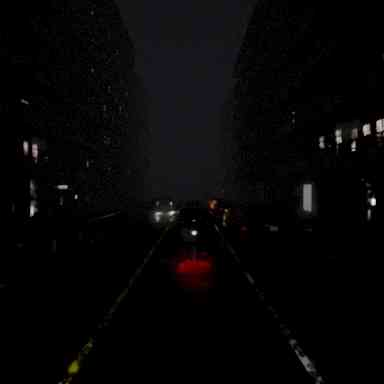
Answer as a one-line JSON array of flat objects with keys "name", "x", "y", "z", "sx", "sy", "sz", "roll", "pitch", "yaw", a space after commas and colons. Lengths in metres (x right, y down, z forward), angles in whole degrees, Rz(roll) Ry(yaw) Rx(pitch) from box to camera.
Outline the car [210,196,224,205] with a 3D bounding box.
[{"name": "car", "x": 3.149, "y": 1.441, "z": 33.377, "sx": 1.837, "sy": 1.490, "sz": 4.892, "roll": 0, "pitch": 0, "yaw": 0}]

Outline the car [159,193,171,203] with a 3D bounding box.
[{"name": "car", "x": -5.697, "y": 1.205, "z": 70.107, "sx": 2.192, "sy": 1.841, "sz": 5.009, "roll": -1, "pitch": 0, "yaw": 0}]

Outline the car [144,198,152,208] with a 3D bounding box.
[{"name": "car", "x": -5.695, "y": 1.483, "z": 47.369, "sx": 1.947, "sy": 1.339, "sz": 4.313, "roll": -1, "pitch": 0, "yaw": 0}]

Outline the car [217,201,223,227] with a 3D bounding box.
[{"name": "car", "x": 2.681, "y": 1.488, "z": 19.111, "sx": 1.752, "sy": 1.417, "sz": 4.829, "roll": -1, "pitch": 0, "yaw": 0}]

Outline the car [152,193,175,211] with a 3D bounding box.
[{"name": "car", "x": -3.090, "y": 1.281, "z": 39.168, "sx": 2.097, "sy": 1.767, "sz": 4.553, "roll": 0, "pitch": 0, "yaw": 0}]

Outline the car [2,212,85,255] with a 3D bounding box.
[{"name": "car", "x": -5.699, "y": 1.518, "z": 13.261, "sx": 1.887, "sy": 1.381, "sz": 4.507, "roll": -1, "pitch": 0, "yaw": 0}]

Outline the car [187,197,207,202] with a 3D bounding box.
[{"name": "car", "x": 0.098, "y": 1.503, "z": 32.302, "sx": 1.994, "sy": 1.385, "sz": 4.181, "roll": 0, "pitch": 0, "yaw": 0}]

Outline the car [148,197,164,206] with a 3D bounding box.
[{"name": "car", "x": -5.695, "y": 1.475, "z": 53.053, "sx": 1.947, "sy": 1.339, "sz": 4.313, "roll": -1, "pitch": 0, "yaw": 0}]

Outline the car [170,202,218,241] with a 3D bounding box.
[{"name": "car", "x": 0.095, "y": 1.472, "z": 16.478, "sx": 1.837, "sy": 1.490, "sz": 4.892, "roll": 0, "pitch": 0, "yaw": 0}]

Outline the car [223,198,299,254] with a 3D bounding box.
[{"name": "car", "x": 2.678, "y": 1.288, "z": 13.256, "sx": 2.192, "sy": 1.841, "sz": 5.009, "roll": -1, "pitch": 0, "yaw": 0}]

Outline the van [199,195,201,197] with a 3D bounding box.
[{"name": "van", "x": 2.683, "y": 1.243, "z": 58.734, "sx": 1.690, "sy": 1.788, "sz": 3.998, "roll": -1, "pitch": 0, "yaw": 0}]

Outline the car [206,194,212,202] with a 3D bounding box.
[{"name": "car", "x": 3.117, "y": 1.279, "z": 40.347, "sx": 2.097, "sy": 1.767, "sz": 4.553, "roll": 0, "pitch": 0, "yaw": 0}]

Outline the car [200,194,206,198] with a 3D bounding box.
[{"name": "car", "x": 2.685, "y": 1.434, "z": 53.219, "sx": 1.752, "sy": 1.417, "sz": 4.829, "roll": -1, "pitch": 0, "yaw": 0}]
